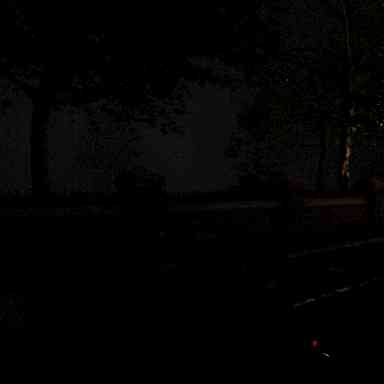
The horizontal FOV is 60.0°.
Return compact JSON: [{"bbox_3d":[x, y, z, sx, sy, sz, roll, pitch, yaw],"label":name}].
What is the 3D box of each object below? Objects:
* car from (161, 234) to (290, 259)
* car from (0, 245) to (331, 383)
[{"bbox_3d":[0.300,1.558,6.760,4.206,1.307,1.802,0,0,-35],"label":"car"},{"bbox_3d":[-1.155,1.544,2.553,5.357,1.411,2.033,0,0,-35],"label":"car"}]
